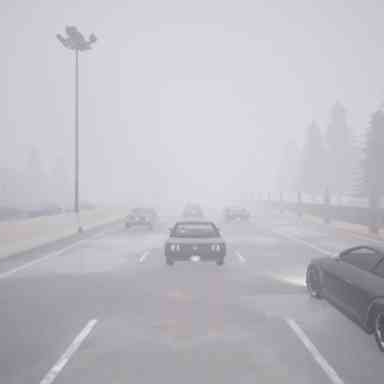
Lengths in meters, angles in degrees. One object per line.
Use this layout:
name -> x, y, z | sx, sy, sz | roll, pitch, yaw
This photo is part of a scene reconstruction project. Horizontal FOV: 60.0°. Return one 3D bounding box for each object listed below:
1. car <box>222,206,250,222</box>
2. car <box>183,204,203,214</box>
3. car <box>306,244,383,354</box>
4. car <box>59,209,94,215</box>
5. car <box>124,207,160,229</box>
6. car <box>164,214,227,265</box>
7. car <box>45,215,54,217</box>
car -> 3.603, 1.832, 28.256 | 1.895, 1.301, 4.718 | 0, 0, 0
car -> 0.102, 1.837, 33.363 | 1.994, 1.385, 4.181 | 0, 0, 0
car -> 3.602, 1.614, 5.971 | 1.994, 1.385, 4.181 | 0, 0, 0
car -> -10.588, 1.739, 31.982 | 1.882, 1.535, 5.008 | 0, -1, 0
car -> -3.397, 1.738, 23.181 | 2.033, 1.411, 5.357 | 0, 0, 0
car -> 0.102, 1.701, 12.087 | 1.895, 1.301, 4.718 | 0, 0, 0
car -> -14.088, 1.739, 31.983 | 1.882, 1.535, 5.008 | 0, -1, 0
